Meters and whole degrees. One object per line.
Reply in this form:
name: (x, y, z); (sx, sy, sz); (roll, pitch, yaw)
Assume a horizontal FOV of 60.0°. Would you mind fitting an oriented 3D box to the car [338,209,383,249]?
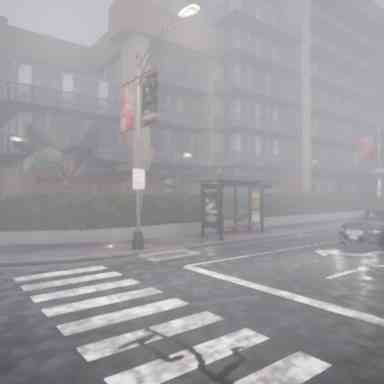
car: (8.377, 1.543, 14.768); (4.902, 1.511, 2.128); (0, 0, -37)
